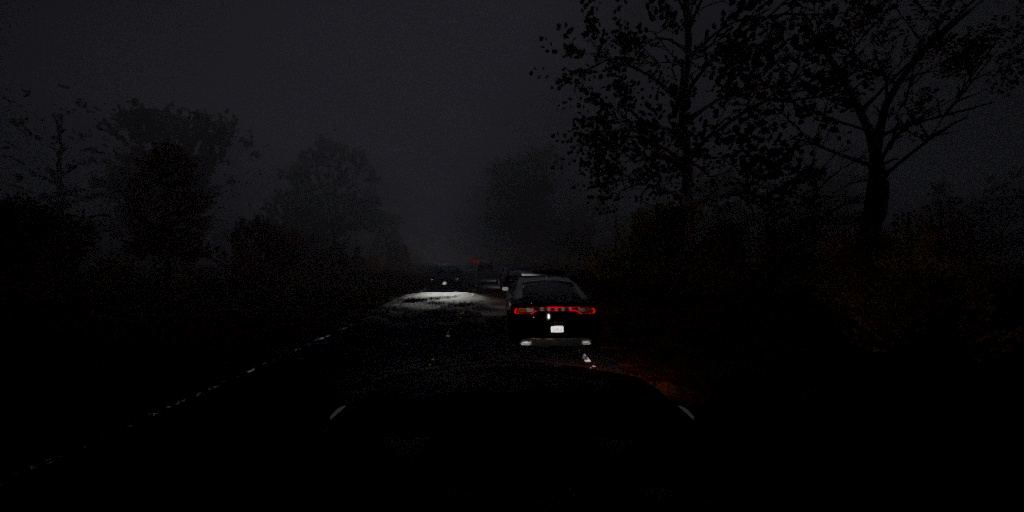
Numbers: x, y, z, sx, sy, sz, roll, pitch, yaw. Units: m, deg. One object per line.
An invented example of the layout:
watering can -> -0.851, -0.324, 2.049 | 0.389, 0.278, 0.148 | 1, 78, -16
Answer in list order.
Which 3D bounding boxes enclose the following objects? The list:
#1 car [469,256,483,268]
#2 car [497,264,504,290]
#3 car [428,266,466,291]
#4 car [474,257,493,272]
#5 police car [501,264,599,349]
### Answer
car -> -5.986, 0.966, 60.660 | 2.150, 2.045, 5.566 | 0, 0, -12
car -> 0.315, 1.275, 19.295 | 1.812, 1.442, 4.674 | 0, 0, -4
car -> -3.851, 1.313, 21.750 | 1.994, 1.385, 4.181 | 0, 0, -4
car -> -3.575, 1.224, 47.102 | 1.882, 1.535, 5.008 | 0, 0, -9
police car -> 0.775, 1.175, 9.337 | 1.930, 1.638, 5.238 | 0, 0, -2
